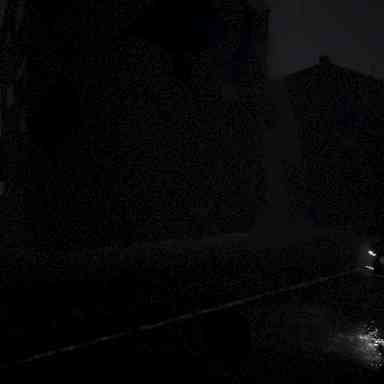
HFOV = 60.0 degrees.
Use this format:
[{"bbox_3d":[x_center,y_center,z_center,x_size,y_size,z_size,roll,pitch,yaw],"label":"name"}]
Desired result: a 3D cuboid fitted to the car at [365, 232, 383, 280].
[{"bbox_3d":[6.325,1.419,8.492,4.902,1.511,2.128,-1,0,-35],"label":"car"}]
